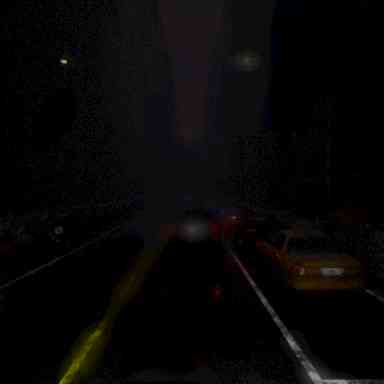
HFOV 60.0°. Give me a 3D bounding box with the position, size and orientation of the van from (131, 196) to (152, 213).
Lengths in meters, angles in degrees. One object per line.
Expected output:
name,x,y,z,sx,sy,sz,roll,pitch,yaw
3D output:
van,-5.771,1.373,36.696,1.690,1.788,3.998,0,0,0

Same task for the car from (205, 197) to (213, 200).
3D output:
car,2.754,1.577,36.708,1.887,1.381,4.507,0,0,0

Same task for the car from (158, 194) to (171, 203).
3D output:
car,-5.781,1.379,70.306,2.192,1.841,5.009,0,0,0

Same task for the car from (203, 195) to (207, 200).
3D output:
car,2.753,1.477,42.310,1.967,1.590,4.097,0,0,0

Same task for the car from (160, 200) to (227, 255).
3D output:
car,0.061,1.364,13.553,2.097,1.767,4.553,0,0,0

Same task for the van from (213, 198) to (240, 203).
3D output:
van,2.758,1.363,25.503,1.690,1.788,3.998,0,0,0

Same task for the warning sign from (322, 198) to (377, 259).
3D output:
warning sign,5.060,1.125,10.778,1.300,1.860,1.060,0,0,0

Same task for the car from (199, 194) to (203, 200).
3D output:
car,2.747,1.598,59.116,1.887,1.381,4.507,0,0,0

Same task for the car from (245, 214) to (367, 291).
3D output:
car,2.763,1.533,8.867,1.752,1.417,4.829,0,0,0

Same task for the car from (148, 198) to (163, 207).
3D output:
car,-5.777,1.614,53.501,1.947,1.339,4.313,0,0,0

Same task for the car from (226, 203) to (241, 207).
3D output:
car,2.759,1.562,19.901,1.887,1.381,4.507,0,0,0

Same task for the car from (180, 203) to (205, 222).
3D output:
car,0.054,1.625,27.693,1.895,1.301,4.718,0,0,0

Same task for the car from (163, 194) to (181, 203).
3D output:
car,-3.095,1.551,51.424,1.837,1.490,4.892,0,0,0

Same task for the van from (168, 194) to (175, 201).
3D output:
van,-5.788,1.432,92.713,1.690,1.788,3.998,0,0,0

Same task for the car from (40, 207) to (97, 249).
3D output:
car,-5.764,1.453,14.288,1.967,1.590,4.097,0,0,0

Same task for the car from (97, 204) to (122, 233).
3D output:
car,-5.766,1.562,19.890,1.887,1.381,4.507,0,0,0

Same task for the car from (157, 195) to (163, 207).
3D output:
car,-5.775,1.483,47.899,1.967,1.590,4.097,0,0,0

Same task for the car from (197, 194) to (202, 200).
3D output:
car,2.741,1.635,75.923,1.947,1.339,4.313,0,0,0

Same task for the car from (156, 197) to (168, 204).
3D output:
car,-5.780,1.624,64.704,1.947,1.339,4.313,0,0,0

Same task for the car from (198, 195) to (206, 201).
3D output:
car,2.736,1.531,92.729,1.967,1.590,4.097,0,0,0

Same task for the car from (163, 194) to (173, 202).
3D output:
car,-5.785,1.391,81.510,2.192,1.841,5.009,0,0,0

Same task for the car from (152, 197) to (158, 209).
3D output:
car,-5.773,1.619,42.297,1.802,1.307,4.206,0,0,0

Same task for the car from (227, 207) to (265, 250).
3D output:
car,2.761,1.557,14.299,1.887,1.381,4.507,0,0,0

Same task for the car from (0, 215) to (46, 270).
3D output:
car,-5.763,1.533,8.516,1.752,1.417,4.829,0,0,0

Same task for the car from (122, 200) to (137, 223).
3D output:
car,-5.768,1.567,25.492,1.887,1.381,4.507,0,0,0
